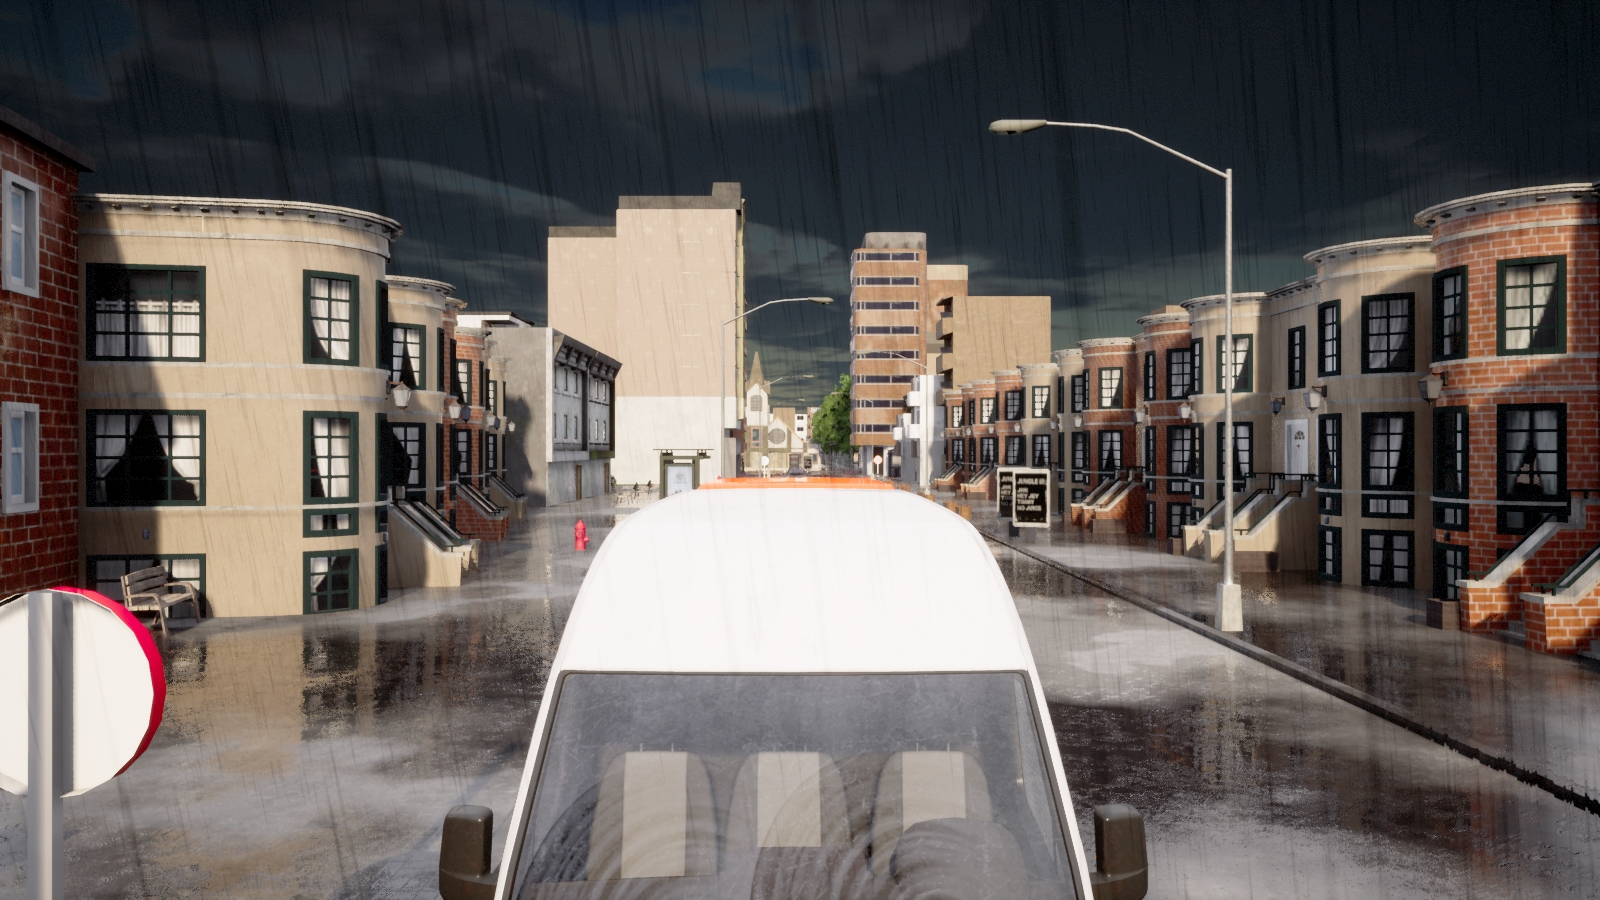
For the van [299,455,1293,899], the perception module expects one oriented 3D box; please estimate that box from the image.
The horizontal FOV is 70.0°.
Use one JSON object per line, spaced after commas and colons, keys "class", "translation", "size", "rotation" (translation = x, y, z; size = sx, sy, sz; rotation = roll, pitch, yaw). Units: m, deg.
{"class": "van", "translation": [-0.019, 1.314, 5.243], "size": [1.988, 2.561, 5.915], "rotation": [0, 0, 0]}
